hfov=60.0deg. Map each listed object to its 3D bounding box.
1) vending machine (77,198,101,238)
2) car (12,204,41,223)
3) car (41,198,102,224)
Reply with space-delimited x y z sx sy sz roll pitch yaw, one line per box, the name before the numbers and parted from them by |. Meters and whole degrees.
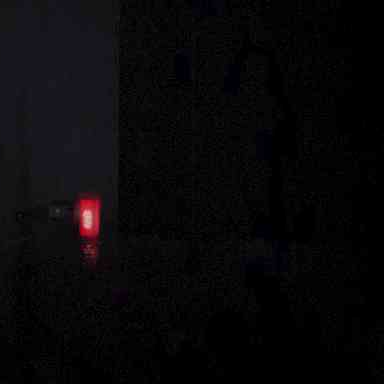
vending machine | -5.487 1.360 17.772 1.100 2.100 0.880 0 -1 -7
car | -12.755 1.718 27.911 1.882 1.535 5.008 0 -1 11
car | -9.416 1.469 27.159 2.150 2.045 5.566 0 0 11
